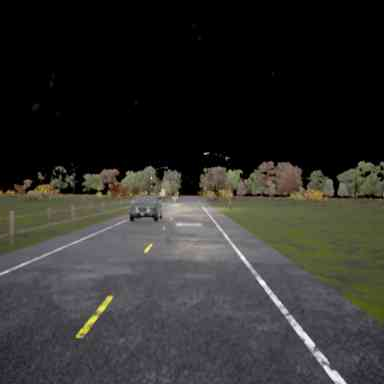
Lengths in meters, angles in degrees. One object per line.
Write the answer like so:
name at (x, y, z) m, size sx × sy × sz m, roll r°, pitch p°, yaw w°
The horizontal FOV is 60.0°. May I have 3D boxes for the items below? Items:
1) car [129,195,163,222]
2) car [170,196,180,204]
car at (-3.602, 1.256, 26.918) m, size 2.150 × 2.045 × 5.566 m, roll 0°, pitch 0°, yaw 0°
car at (-3.513, 1.615, 69.107) m, size 2.128 × 1.511 × 4.902 m, roll 0°, pitch 0°, yaw 0°
